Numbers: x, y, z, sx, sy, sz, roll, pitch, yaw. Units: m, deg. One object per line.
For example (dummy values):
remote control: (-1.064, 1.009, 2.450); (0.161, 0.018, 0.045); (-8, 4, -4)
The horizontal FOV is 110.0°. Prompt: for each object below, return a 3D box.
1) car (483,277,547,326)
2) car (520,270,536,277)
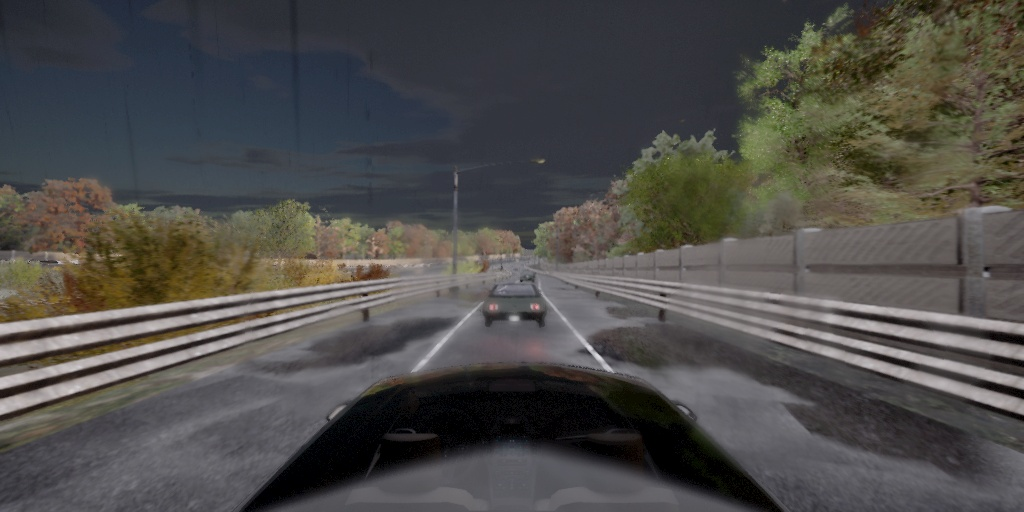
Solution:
car: (0.116, 1.576, 12.541); (1.895, 1.301, 4.718); (0, -2, 1)
car: (2.212, 2.785, 49.465); (2.097, 1.767, 4.553); (0, -2, 4)
